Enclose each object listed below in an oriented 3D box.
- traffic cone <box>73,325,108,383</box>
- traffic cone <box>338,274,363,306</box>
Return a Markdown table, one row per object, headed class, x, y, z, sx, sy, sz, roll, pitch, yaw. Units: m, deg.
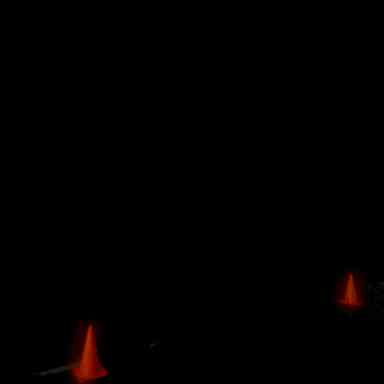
| class | x | y | z | sx | sy | sz | roll | pitch | yaw |
| --- | --- | --- | --- | --- | --- | --- | --- | --- | --- |
| traffic cone | -1.252 | 1.944 | 4.118 | 0.340 | 0.580 | 0.340 | 0 | 0 | -33 |
| traffic cone | 3.234 | 1.965 | 6.774 | 0.340 | 0.580 | 0.340 | 0 | 0 | -28 |
